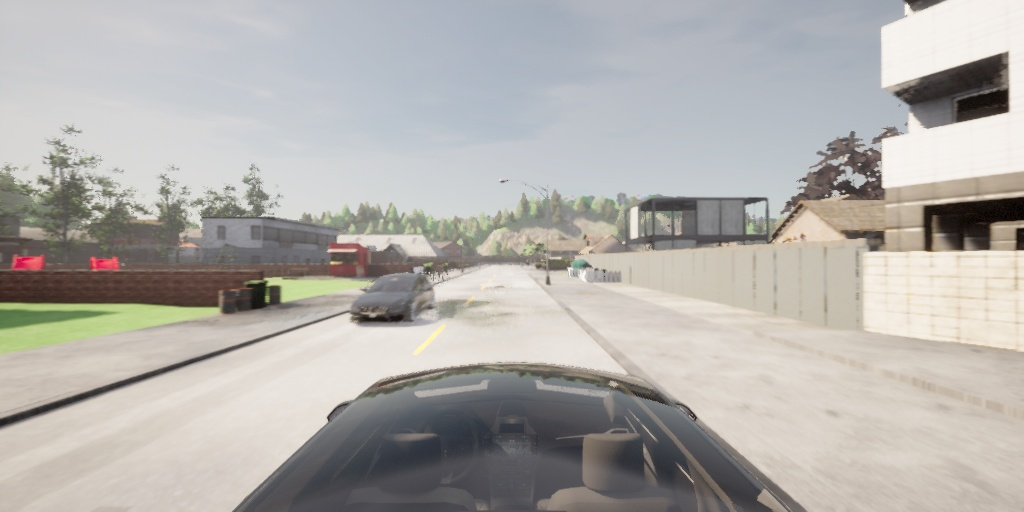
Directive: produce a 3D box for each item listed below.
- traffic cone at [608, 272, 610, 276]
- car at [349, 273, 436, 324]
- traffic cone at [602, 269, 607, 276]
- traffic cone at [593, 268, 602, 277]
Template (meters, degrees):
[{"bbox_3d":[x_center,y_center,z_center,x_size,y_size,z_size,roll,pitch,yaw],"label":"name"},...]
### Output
[{"bbox_3d":[11.770,1.948,45.235,0.344,0.586,0.344,0,0,0],"label":"traffic cone"},{"bbox_3d":[-3.993,1.420,12.726,1.837,1.490,4.892,0,1,0],"label":"car"},{"bbox_3d":[11.409,1.940,44.666,0.344,0.586,0.344,0,0,0],"label":"traffic cone"},{"bbox_3d":[10.409,1.955,43.626,0.344,0.586,0.344,0,0,0],"label":"traffic cone"}]
